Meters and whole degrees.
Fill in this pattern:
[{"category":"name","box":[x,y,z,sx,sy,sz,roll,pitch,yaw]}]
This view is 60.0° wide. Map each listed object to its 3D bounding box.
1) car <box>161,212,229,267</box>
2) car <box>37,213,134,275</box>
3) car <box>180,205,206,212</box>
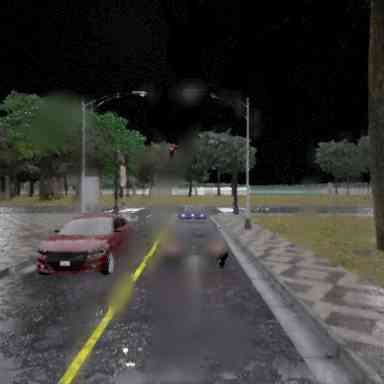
[{"category":"car","box":[0.079,1.588,11.383,1.895,1.301,4.718,0,0,0]},{"category":"car","box":[-3.095,1.466,10.598,1.882,1.535,5.008,0,0,0]},{"category":"car","box":[0.071,1.574,24.015,1.895,1.301,4.718,0,0,1]}]
